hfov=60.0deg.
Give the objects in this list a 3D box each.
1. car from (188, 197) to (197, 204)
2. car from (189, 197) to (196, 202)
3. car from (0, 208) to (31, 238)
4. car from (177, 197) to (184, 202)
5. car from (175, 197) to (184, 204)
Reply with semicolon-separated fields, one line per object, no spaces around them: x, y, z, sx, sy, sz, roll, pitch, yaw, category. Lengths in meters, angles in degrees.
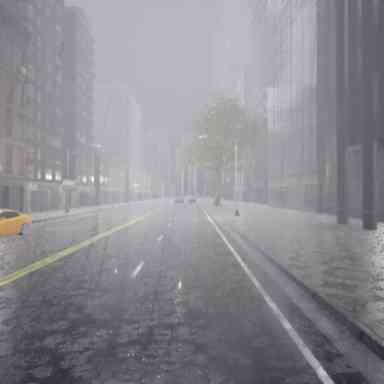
0.055;2.079;80.750;1.837;1.490;4.892;0;0;0;car
0.063;2.114;91.169;1.994;1.385;4.181;0;0;0;car
-9.782;1.580;16.223;1.882;1.535;5.008;0;-1;1;car
-3.187;2.084;91.172;1.812;1.442;4.674;0;0;0;car
-3.195;2.134;81.169;1.994;1.385;4.181;0;0;0;car
